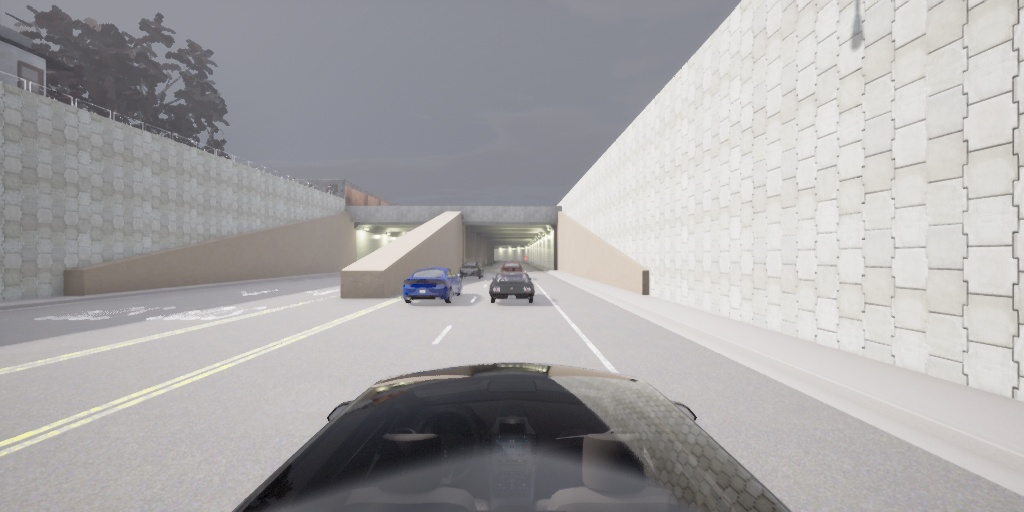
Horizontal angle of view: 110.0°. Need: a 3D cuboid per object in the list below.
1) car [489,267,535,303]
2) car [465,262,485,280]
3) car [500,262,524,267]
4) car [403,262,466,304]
[{"bbox_3d":[0.000,1.366,16.530,1.895,1.301,4.718,0,0,0],"label":"car"},{"bbox_3d":[-3.500,1.245,31.500,2.128,1.511,4.902,0,0,0],"label":"car"},{"bbox_3d":[0.000,1.235,31.500,1.882,1.535,5.008,0,0,0],"label":"car"},{"bbox_3d":[-3.500,1.235,16.500,1.882,1.535,5.008,0,0,0],"label":"car"}]
